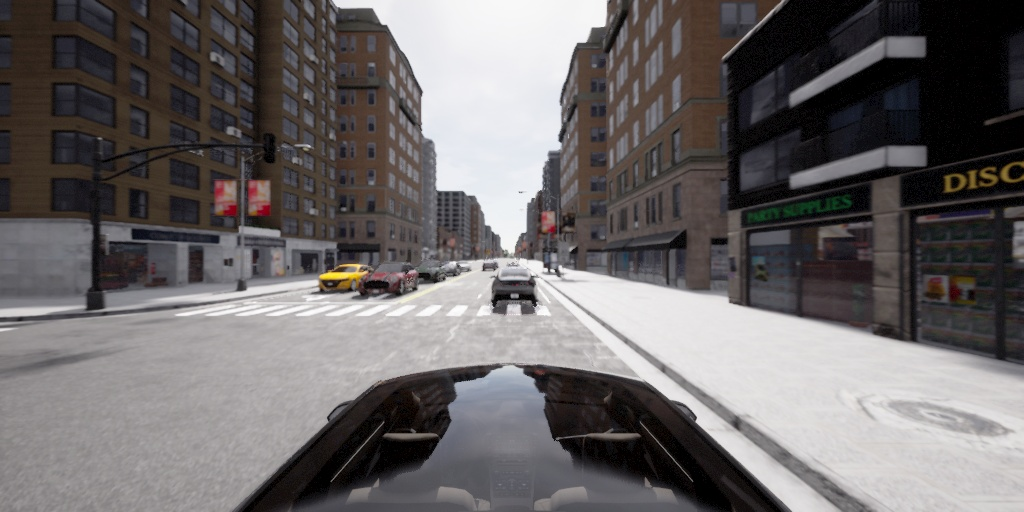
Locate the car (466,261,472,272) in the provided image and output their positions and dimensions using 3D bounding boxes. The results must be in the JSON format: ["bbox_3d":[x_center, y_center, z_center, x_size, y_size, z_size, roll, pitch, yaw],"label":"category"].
[{"bbox_3d":[-6.497,1.335,47.931,1.812,1.442,4.674,0,0,0],"label":"car"}]

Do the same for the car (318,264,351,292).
[{"bbox_3d":[-9.843,1.250,21.911,1.882,1.535,5.008,0,0,0],"label":"car"}]

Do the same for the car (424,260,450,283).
[{"bbox_3d":[-6.578,1.134,28.475,2.097,1.767,4.553,0,0,0],"label":"car"}]

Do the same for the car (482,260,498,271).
[{"bbox_3d":[-3.246,1.307,51.344,2.128,1.511,4.902,0,0,0],"label":"car"}]

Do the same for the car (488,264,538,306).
[{"bbox_3d":[0.100,1.270,15.905,1.837,1.490,4.892,0,0,0],"label":"car"}]

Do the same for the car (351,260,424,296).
[{"bbox_3d":[-6.594,1.122,19.602,2.097,1.767,4.553,0,0,0],"label":"car"}]

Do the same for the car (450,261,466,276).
[{"bbox_3d":[-6.517,1.286,37.734,2.128,1.511,4.902,0,0,1],"label":"car"}]
